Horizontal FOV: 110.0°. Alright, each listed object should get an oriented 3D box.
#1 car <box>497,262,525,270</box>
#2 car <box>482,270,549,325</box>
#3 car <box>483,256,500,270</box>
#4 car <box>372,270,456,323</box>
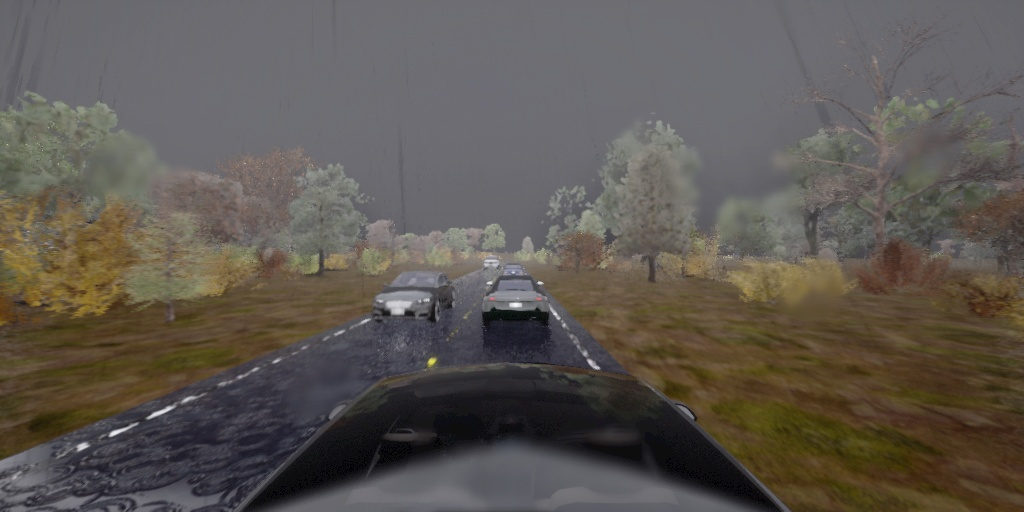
[{"bbox_3d":[0.102,1.304,29.691,2.033,1.411,5.357,0,0,0],"label":"car"},{"bbox_3d":[0.103,1.316,11.852,1.994,1.385,4.181,0,0,0],"label":"car"},{"bbox_3d":[-3.048,0.982,54.150,2.150,2.045,5.566,0,0,0],"label":"car"},{"bbox_3d":[-3.099,1.244,12.184,2.128,1.511,4.902,0,0,0],"label":"car"}]
